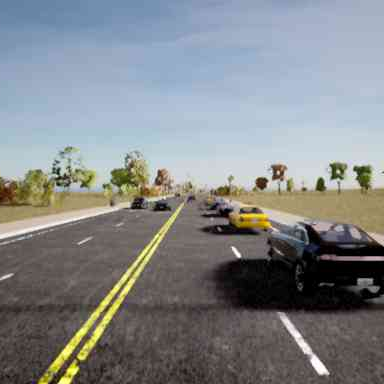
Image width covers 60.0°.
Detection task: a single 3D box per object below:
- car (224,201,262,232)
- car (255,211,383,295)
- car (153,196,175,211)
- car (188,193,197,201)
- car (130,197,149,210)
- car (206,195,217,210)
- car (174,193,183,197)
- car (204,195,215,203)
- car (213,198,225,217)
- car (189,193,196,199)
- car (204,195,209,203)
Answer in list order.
[{"bbox_3d":[3.258,1.411,19.864,1.801,1.575,5.366,0,0,0],"label":"car"},{"bbox_3d":[3.254,1.472,8.674,2.128,1.511,4.902,0,0,0],"label":"car"},{"bbox_3d":[-3.325,1.474,38.135,1.994,1.385,4.181,0,0,0],"label":"car"},{"bbox_3d":[0.028,1.224,72.055,2.033,1.411,5.357,0,0,0],"label":"car"},{"bbox_3d":[-6.570,1.404,42.082,1.837,1.490,4.892,0,0,0],"label":"car"},{"bbox_3d":[3.266,1.449,41.673,2.033,1.411,5.357,0,0,0],"label":"car"},{"bbox_3d":[-3.220,0.919,78.880,1.837,1.490,4.892,0,0,0],"label":"car"},{"bbox_3d":[3.275,1.300,63.863,1.801,1.575,5.366,0,0,0],"label":"car"},{"bbox_3d":[3.262,1.529,30.704,1.895,1.301,4.718,0,0,0],"label":"car"},{"bbox_3d":[0.035,1.128,92.090,1.837,1.490,4.892,0,0,0],"label":"car"},{"bbox_3d":[3.271,1.329,52.863,1.801,1.575,5.366,0,0,0],"label":"car"}]
